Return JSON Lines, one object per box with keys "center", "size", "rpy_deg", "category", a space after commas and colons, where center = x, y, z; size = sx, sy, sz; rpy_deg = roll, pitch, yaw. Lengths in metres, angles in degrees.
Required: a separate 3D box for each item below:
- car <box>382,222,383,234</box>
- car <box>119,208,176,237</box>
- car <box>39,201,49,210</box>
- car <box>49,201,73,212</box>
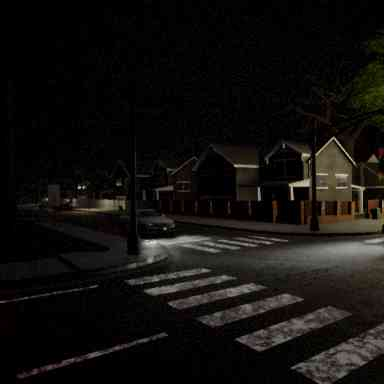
{"center": [11.327, 1.485, 16.194], "size": [4.902, 1.511, 2.128], "rpy_deg": [0, 0, -29], "category": "car"}
{"center": [-2.798, 1.717, 19.744], "size": [1.812, 1.442, 4.674], "rpy_deg": [-1, 0, -35], "category": "car"}
{"center": [-24.231, 2.185, 55.540], "size": [1.994, 1.385, 4.181], "rpy_deg": [-1, 0, -35], "category": "car"}
{"center": [-18.257, 1.984, 47.009], "size": [2.128, 1.511, 4.902], "rpy_deg": [-1, 0, -34], "category": "car"}
